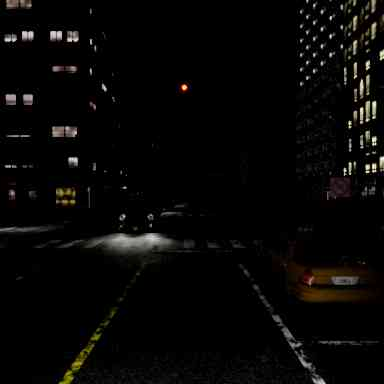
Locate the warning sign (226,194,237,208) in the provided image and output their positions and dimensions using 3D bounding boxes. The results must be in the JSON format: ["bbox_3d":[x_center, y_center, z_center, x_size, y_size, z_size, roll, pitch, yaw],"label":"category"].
[{"bbox_3d":[5.124,1.135,43.665,1.300,1.860,1.060,0,0,0],"label":"warning sign"}]

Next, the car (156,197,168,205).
[{"bbox_3d":[-5.619,1.591,62.526,1.887,1.381,4.507,0,0,0],"label":"car"}]

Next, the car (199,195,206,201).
[{"bbox_3d":[2.794,1.625,90.321,1.752,1.417,4.829,0,0,0],"label":"car"}]

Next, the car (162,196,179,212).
[{"bbox_3d":[-3.051,1.564,39.547,2.033,1.411,5.357,0,0,0],"label":"car"}]

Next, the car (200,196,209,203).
[{"bbox_3d":[2.774,1.611,73.571,1.887,1.381,4.507,0,0,0],"label":"car"}]

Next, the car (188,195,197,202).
[{"bbox_3d":[0.095,1.531,79.608,2.033,1.411,5.357,0,0,0],"label":"car"}]

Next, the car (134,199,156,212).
[{"bbox_3d":[-5.645,1.567,40.421,2.008,1.369,4.403,0,0,0],"label":"car"}]

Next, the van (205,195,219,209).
[{"bbox_3d":[2.740,1.364,45.937,1.690,1.788,3.998,0,0,0],"label":"van"}]

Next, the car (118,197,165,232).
[{"bbox_3d":[-3.084,1.402,20.395,2.097,1.767,4.553,0,0,0],"label":"car"}]

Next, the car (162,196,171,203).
[{"bbox_3d":[-5.606,1.648,73.581,1.802,1.307,4.206,0,0,0],"label":"car"}]

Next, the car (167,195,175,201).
[{"bbox_3d":[-5.586,1.624,89.991,1.752,1.417,4.829,0,0,0],"label":"car"}]

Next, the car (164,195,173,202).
[{"bbox_3d":[-5.600,1.516,79.107,1.967,1.590,4.097,0,0,0],"label":"car"}]

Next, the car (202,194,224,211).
[{"bbox_3d":[2.734,1.332,40.411,2.192,1.841,5.009,0,0,0],"label":"car"}]

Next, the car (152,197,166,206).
[{"bbox_3d":[-5.626,1.588,57.001,2.008,1.369,4.403,0,0,0],"label":"car"}]

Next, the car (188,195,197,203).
[{"bbox_3d":[0.082,1.536,69.190,1.882,1.535,5.008,0,0,0],"label":"car"}]

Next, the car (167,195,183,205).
[{"bbox_3d":[-3.017,1.516,57.177,1.882,1.535,5.008,0,0,0],"label":"car"}]

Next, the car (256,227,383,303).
[{"bbox_3d":[2.696,1.526,8.168,1.752,1.417,4.829,0,0,0],"label":"car"}]

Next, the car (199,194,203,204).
[{"bbox_3d":[2.760,1.362,62.517,2.192,1.841,5.009,0,0,0],"label":"car"}]

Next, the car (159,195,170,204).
[{"bbox_3d":[-5.613,1.496,68.054,1.967,1.590,4.097,0,0,0],"label":"car"}]

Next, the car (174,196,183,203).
[{"bbox_3d":[-2.913,1.548,72.348,1.812,1.442,4.674,0,0,0],"label":"car"}]
